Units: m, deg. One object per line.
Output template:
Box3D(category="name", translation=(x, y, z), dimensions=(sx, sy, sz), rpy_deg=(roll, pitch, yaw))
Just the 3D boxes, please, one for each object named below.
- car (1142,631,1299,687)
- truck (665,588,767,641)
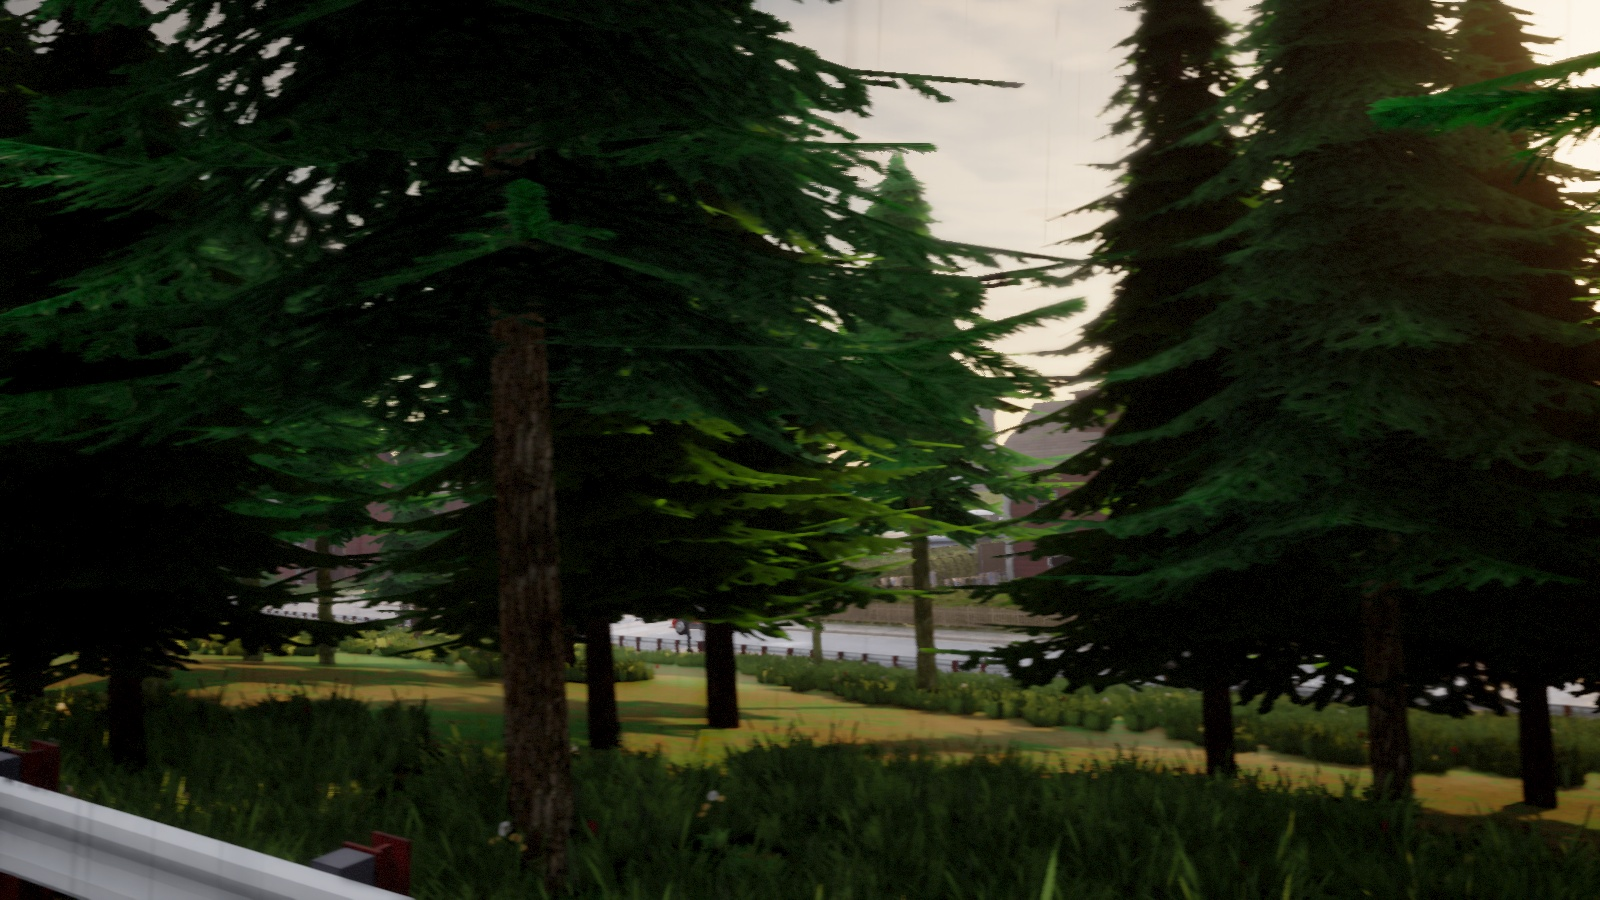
Box3D(category="car", translation=(15.001, 7.437, 44.992), dimensions=(4.892, 1.490, 1.837), rpy_deg=(-6, -2, 44))
Box3D(category="truck", translation=(-4.634, 8.964, 68.868), dimensions=(5.204, 2.467, 2.627), rpy_deg=(-6, -2, 44))
